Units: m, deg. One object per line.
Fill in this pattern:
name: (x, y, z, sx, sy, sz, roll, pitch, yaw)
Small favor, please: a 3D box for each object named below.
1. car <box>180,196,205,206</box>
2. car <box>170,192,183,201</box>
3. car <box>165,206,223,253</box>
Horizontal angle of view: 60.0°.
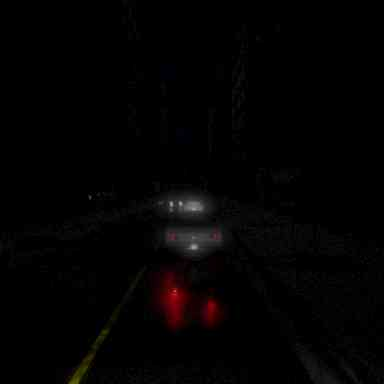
car: (0.180, 1.130, 29.077, 1.812, 1.442, 4.674, 0, 1, 1)
car: (-2.542, 0.747, 55.157, 1.837, 1.490, 4.892, 0, 0, 1)
car: (0.093, 1.428, 12.765, 1.895, 1.301, 4.718, 0, 1, 1)
